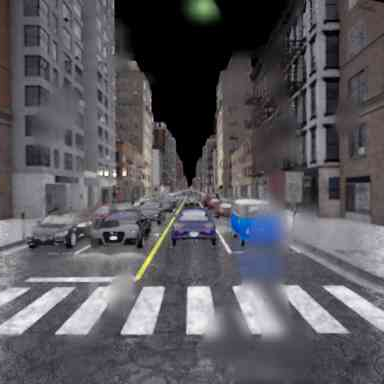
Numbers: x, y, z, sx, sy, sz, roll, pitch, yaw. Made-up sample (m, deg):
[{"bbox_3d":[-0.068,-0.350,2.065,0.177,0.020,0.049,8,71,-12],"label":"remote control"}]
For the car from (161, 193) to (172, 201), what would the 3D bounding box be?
[{"bbox_3d":[-5.494,0.989,71.080,1.967,1.590,4.097,0,0,0],"label":"car"}]

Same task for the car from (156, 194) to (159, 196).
[{"bbox_3d":[-5.453,1.314,42.672,1.947,1.339,4.313,0,0,0],"label":"car"}]

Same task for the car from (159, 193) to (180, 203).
[{"bbox_3d":[-2.861,1.234,42.913,1.837,1.490,4.892,0,0,0],"label":"car"}]

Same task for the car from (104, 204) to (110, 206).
[{"bbox_3d":[-5.421,1.444,19.945,1.887,1.381,4.507,0,0,0],"label":"car"}]

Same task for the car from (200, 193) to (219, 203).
[{"bbox_3d":[2.571,1.009,42.687,2.192,1.841,5.009,0,0,0],"label":"car"}]

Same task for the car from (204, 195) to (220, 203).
[{"bbox_3d":[2.580,1.316,37.008,1.802,1.307,4.206,0,0,0],"label":"car"}]

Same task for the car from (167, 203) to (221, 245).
[{"bbox_3d":[0.073,1.420,14.954,1.812,1.442,4.674,0,0,0],"label":"car"}]

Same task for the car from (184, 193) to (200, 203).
[{"bbox_3d":[-0.014,1.248,44.326,2.033,1.411,5.357,0,0,0],"label":"car"}]

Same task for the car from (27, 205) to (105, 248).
[{"bbox_3d":[-5.413,1.487,14.263,2.008,1.369,4.403,0,0,0],"label":"car"}]

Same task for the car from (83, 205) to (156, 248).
[{"bbox_3d":[-2.875,1.483,14.162,1.994,1.385,4.181,0,0,0],"label":"car"}]

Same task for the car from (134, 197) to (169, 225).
[{"bbox_3d":[-2.888,1.368,23.016,1.837,1.490,4.892,0,0,0],"label":"car"}]

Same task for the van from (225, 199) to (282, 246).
[{"bbox_3d":[2.610,1.223,14.282,1.690,1.788,3.998,0,0,0],"label":"van"}]

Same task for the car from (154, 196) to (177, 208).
[{"bbox_3d":[-2.885,1.362,32.944,1.994,1.385,4.181,0,0,0],"label":"car"}]

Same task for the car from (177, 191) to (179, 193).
[{"bbox_3d":[-5.525,0.938,93.807,2.008,1.369,4.403,0,0,0],"label":"car"}]

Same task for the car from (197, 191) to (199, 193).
[{"bbox_3d":[2.635,0.930,77.128,1.882,1.535,5.008,0,0,0],"label":"car"}]

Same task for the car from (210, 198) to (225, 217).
[{"bbox_3d":[2.596,1.391,25.645,1.802,1.307,4.206,0,0,0],"label":"car"}]
